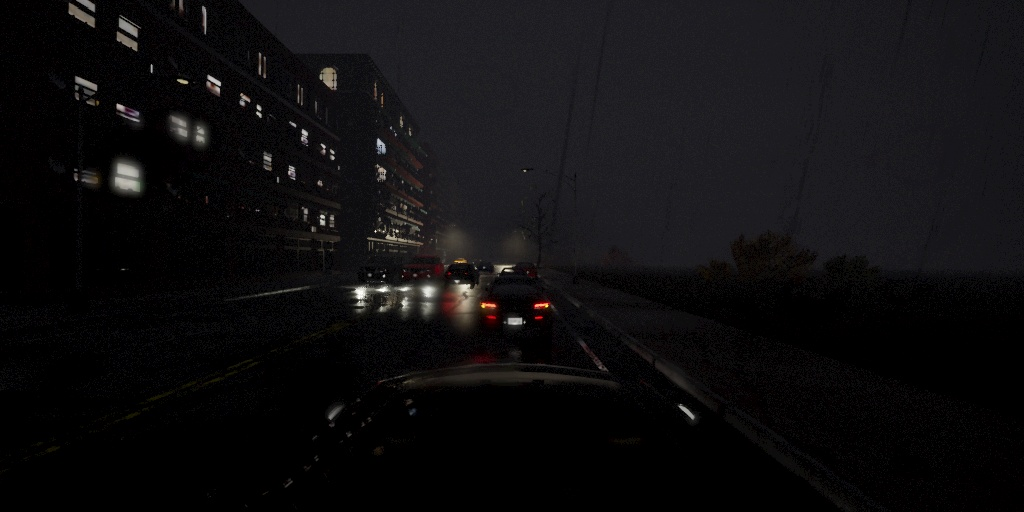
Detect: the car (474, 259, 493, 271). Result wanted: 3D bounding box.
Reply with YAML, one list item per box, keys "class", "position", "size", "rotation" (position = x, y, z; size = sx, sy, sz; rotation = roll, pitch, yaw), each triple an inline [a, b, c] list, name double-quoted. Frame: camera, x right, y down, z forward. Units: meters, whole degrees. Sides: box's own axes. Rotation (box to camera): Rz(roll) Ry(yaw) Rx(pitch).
- class: "car"
  position: [-3.249, 1.315, 43.929]
  size: [1.994, 1.385, 4.181]
  rotation: [0, 0, 0]

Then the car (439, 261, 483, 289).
- class: "car"
  position: [-3.202, 1.255, 23.344]
  size: [1.837, 1.490, 4.892]
  rotation: [0, -1, 0]

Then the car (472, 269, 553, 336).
- class: "car"
  position: [0.072, 1.277, 10.239]
  size: [1.812, 1.442, 4.674]
  rotation: [0, 0, 0]

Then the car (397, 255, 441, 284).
- class: "car"
  position: [-6.660, 0.974, 27.363]
  size: [2.150, 2.045, 5.566]
  rotation: [0, 0, 0]

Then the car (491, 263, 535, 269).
- class: "car"
  position: [0.057, 1.317, 20.407]
  size: [1.994, 1.385, 4.181]
  rotation: [0, 0, 0]

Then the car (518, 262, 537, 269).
- class: "car"
  position: [1.071, 1.231, 29.935]
  size: [1.882, 1.535, 5.008]
  rotation: [0, 0, 0]

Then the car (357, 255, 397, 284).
- class: "car"
  position: [-9.912, 0.974, 27.741]
  size: [2.150, 2.045, 5.566]
  rotation: [0, 0, 0]
